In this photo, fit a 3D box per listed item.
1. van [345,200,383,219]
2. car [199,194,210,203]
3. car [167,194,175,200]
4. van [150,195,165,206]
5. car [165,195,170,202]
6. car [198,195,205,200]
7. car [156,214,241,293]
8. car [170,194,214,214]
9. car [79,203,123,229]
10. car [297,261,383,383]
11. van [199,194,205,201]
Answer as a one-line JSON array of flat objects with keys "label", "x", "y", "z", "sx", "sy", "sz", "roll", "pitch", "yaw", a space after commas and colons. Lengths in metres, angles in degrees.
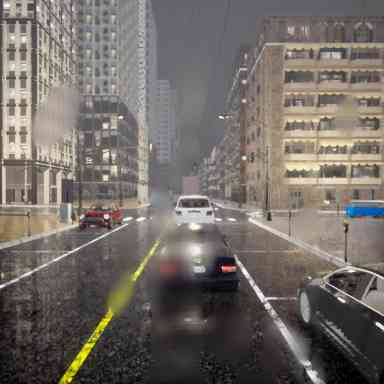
[{"label": "van", "x": 16.894, "y": 1.708, "z": 31.891, "sx": 3.998, "sy": 1.788, "sz": 1.690, "roll": 1, "pitch": -1, "yaw": 0}, {"label": "car", "x": 2.610, "y": 1.342, "z": 70.270, "sx": 2.192, "sy": 1.841, "sz": 5.009, "roll": 0, "pitch": 0, "yaw": 0}, {"label": "car", "x": -5.795, "y": 1.486, "z": 92.463, "sx": 1.967, "sy": 1.590, "sz": 4.097, "roll": 0, "pitch": 0, "yaw": 0}, {"label": "van", "x": -5.751, "y": 1.356, "z": 53.606, "sx": 1.690, "sy": 1.788, "sz": 3.998, "roll": 0, "pitch": 0, "yaw": 0}, {"label": "car", "x": -5.776, "y": 1.556, "z": 75.640, "sx": 1.752, "sy": 1.417, "sz": 4.829, "roll": 0, "pitch": 0, "yaw": 0}, {"label": "car", "x": 2.586, "y": 1.597, "z": 92.473, "sx": 2.008, "sy": 1.369, "sz": 4.403, "roll": 0, "pitch": 0, "yaw": 0}, {"label": "car", "x": 0.094, "y": 1.548, "z": 8.973, "sx": 2.033, "sy": 1.411, "sz": 5.357, "roll": 0, "pitch": 0, "yaw": -1}, {"label": "car", "x": 0.084, "y": 1.224, "z": 19.301, "sx": 2.150, "sy": 2.045, "sz": 5.566, "roll": 0, "pitch": 0, "yaw": 0}, {"label": "car", "x": -5.715, "y": 1.442, "z": 21.132, "sx": 1.967, "sy": 1.590, "sz": 4.097, "roll": 0, "pitch": 0, "yaw": 0}, {"label": "car", "x": 2.685, "y": 1.551, "z": 4.195, "sx": 2.008, "sy": 1.369, "sz": 4.403, "roll": 0, "pitch": 0, "yaw": 0}, {"label": "van", "x": 2.591, "y": 1.382, "z": 86.923, "sx": 1.690, "sy": 1.788, "sz": 3.998, "roll": 0, "pitch": 0, "yaw": 0}]
